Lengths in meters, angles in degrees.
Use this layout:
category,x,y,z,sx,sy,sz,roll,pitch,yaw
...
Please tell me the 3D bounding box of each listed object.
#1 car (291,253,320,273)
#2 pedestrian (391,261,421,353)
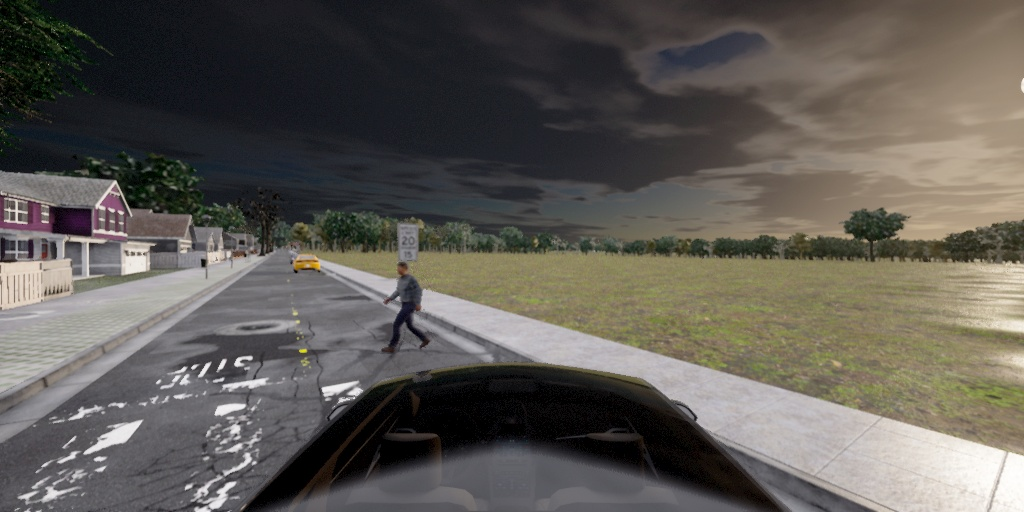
category,x,y,z,sx,sy,sz,roll,pitch,yaw
car,-18.546,0.626,32.292,1.882,1.535,5.008,0,1,-33
pedestrian,-2.104,0.944,7.095,0.375,1.860,0.375,1,0,-33
